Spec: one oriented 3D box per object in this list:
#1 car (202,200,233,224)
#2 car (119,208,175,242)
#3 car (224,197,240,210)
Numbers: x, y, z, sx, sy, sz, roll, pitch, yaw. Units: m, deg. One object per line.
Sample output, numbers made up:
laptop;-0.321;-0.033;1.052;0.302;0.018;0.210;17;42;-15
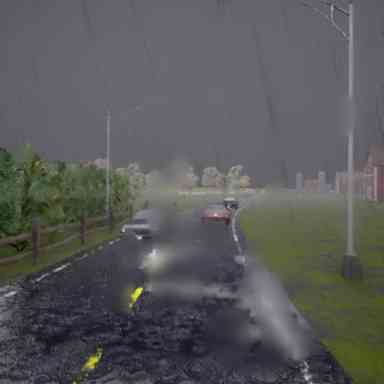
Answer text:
car;1.877;1.534;24.904;1.994;1.385;4.181;0;0;7
car;-1.991;1.525;16.522;2.033;1.411;5.357;0;0;5
car;4.994;1.396;42.556;1.882;1.535;5.008;0;0;12
